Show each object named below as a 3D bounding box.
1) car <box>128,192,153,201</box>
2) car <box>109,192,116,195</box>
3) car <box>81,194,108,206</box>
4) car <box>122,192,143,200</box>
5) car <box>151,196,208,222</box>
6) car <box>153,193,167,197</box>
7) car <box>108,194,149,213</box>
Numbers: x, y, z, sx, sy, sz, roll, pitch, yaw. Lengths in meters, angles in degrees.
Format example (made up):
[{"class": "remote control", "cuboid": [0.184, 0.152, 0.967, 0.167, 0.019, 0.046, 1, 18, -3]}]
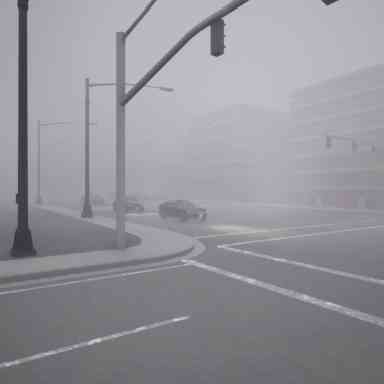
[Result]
[{"class": "car", "cuboid": [-8.916, 0.844, 55.760, 1.882, 1.535, 5.008, 0, 1, -34]}, {"class": "car", "cuboid": [-14.795, 0.707, 64.371, 1.837, 1.490, 4.892, 0, 1, -34]}, {"class": "car", "cuboid": [-12.784, 0.997, 42.647, 1.882, 1.535, 5.008, 0, 1, -34]}, {"class": "car", "cuboid": [-11.905, 0.750, 66.344, 2.033, 1.411, 5.357, 0, 1, -34]}, {"class": "car", "cuboid": [-0.765, 1.358, 25.017, 2.128, 1.511, 4.902, 0, 1, -34]}, {"class": "car", "cuboid": [-6.026, 0.857, 57.734, 2.128, 1.511, 4.902, 0, 1, -34]}, {"class": "car", "cuboid": [-6.487, 1.242, 33.404, 1.812, 1.442, 4.674, 0, 1, -34]}]
